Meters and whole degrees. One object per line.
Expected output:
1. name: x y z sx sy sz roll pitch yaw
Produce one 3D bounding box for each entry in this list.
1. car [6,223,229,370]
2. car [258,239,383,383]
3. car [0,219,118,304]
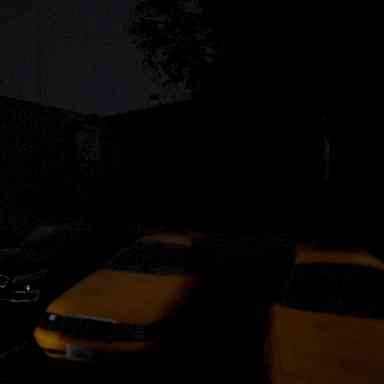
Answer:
1. car: -0.504 1.459 6.231 1.946 1.575 5.366 1 0 16
2. car: 1.940 1.476 4.489 1.946 1.575 5.366 1 0 15
3. car: -2.893 1.449 8.160 2.231 1.521 4.892 1 0 16
